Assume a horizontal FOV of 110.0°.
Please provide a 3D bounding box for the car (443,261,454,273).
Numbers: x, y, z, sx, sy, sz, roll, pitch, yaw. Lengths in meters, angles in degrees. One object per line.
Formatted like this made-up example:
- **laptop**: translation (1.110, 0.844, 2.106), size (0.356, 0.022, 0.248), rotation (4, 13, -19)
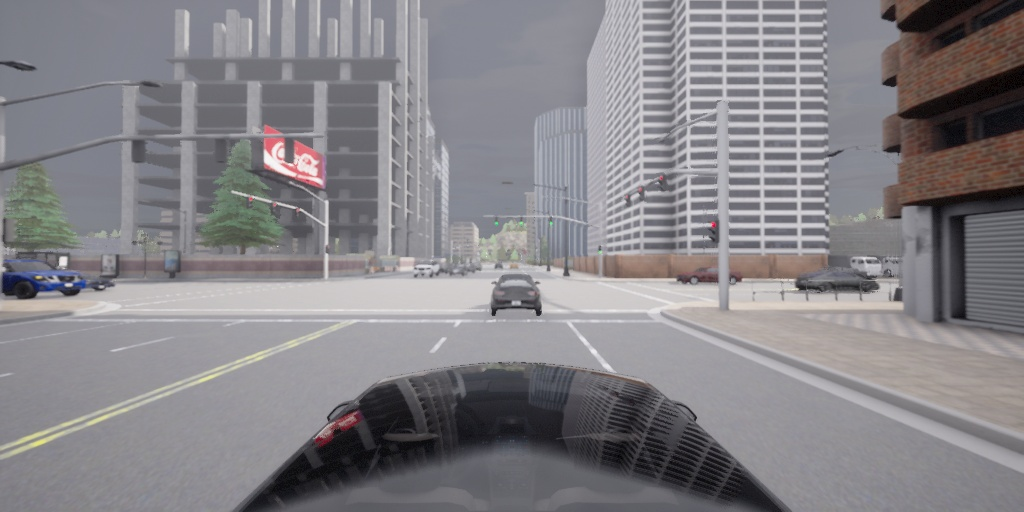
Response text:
- **car**: translation (-10.312, 1.766, 53.332), size (2.097, 1.767, 4.553), rotation (0, -1, 0)

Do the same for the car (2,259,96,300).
- **car**: translation (-26.282, 1.187, 19.050), size (5.566, 2.045, 2.150), rotation (0, -1, 0)

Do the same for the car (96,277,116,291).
- **car**: translation (-28.434, 1.557, 22.542), size (5.357, 1.411, 2.033), rotation (0, -1, 0)

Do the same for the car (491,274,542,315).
- **car**: translation (0.158, 1.439, 14.372), size (1.812, 1.442, 4.674), rotation (0, -1, 0)

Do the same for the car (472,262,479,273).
- **car**: translation (-6.805, 2.016, 56.207), size (1.994, 1.385, 4.181), rotation (0, -1, 0)

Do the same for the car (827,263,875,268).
- **car**: translation (26.461, 1.599, 29.724), size (5.008, 1.535, 1.882), rotation (0, -1, 0)

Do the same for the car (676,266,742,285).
- **car**: translation (16.268, 1.596, 29.736), size (5.008, 1.535, 1.882), rotation (0, -1, 0)

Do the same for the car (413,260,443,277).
- **car**: translation (-10.366, 1.513, 43.864), size (2.150, 2.045, 5.566), rotation (0, -1, 1)

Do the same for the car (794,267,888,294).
- **car**: translation (20.342, 1.590, 22.536), size (4.181, 1.385, 1.994), rotation (0, -1, 0)

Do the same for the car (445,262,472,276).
- **car**: translation (-6.862, 1.815, 46.238), size (2.128, 1.511, 4.902), rotation (0, -1, 0)
